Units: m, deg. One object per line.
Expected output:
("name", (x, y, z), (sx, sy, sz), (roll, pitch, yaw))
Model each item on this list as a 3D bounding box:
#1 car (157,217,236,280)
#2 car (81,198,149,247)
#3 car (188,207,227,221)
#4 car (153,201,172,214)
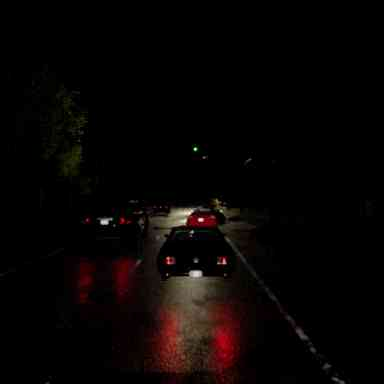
("car", (0.101, 1.649, 10.040), (1.895, 1.301, 4.718), (0, 0, 0))
("car", (-3.401, 1.296, 15.604), (2.150, 2.045, 5.566), (0, 0, 0))
("car", (1.047, 1.670, 22.154), (1.994, 1.385, 4.181), (0, 0, 15))
("car", (-3.397, 1.728, 38.624), (2.033, 1.411, 5.357), (0, 0, 0))
